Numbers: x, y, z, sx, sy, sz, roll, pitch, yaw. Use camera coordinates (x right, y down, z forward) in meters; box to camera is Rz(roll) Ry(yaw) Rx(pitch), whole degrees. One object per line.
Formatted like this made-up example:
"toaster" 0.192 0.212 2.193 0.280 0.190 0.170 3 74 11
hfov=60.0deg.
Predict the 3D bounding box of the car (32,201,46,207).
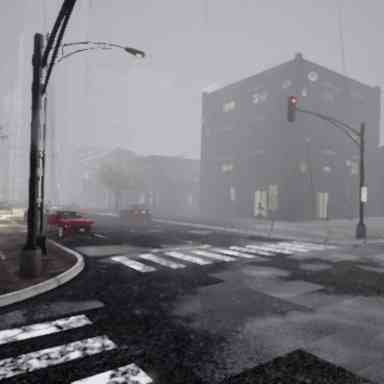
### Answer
"car" -31.745 2.481 69.020 1.802 1.307 4.206 2 -1 -35

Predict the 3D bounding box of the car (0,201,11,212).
"car" -26.060 1.957 46.162 1.752 1.417 4.829 2 -1 -35

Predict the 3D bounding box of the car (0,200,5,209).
"car" -32.454 2.080 55.402 1.887 1.381 4.507 2 -1 -35

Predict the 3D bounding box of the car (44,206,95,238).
"car" -6.770 1.678 18.446 1.887 1.381 4.507 2 -1 -35

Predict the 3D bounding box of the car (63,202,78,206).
"car" -18.163 2.212 49.712 1.752 1.417 4.829 2 -1 -35

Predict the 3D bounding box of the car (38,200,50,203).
"car" -28.574 2.289 64.487 1.967 1.590 4.097 2 -1 -35

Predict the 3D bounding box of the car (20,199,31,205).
"car" -41.351 2.579 82.764 1.752 1.417 4.829 2 -1 -35

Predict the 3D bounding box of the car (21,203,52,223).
"car" -11.929 1.793 25.822 1.802 1.307 4.206 2 -1 -35

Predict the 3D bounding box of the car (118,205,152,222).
"car" -5.478 1.934 31.673 1.967 1.590 4.097 2 -1 -35

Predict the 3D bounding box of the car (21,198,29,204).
"car" -38.081 2.316 78.094 2.192 1.841 5.009 2 -1 -35
